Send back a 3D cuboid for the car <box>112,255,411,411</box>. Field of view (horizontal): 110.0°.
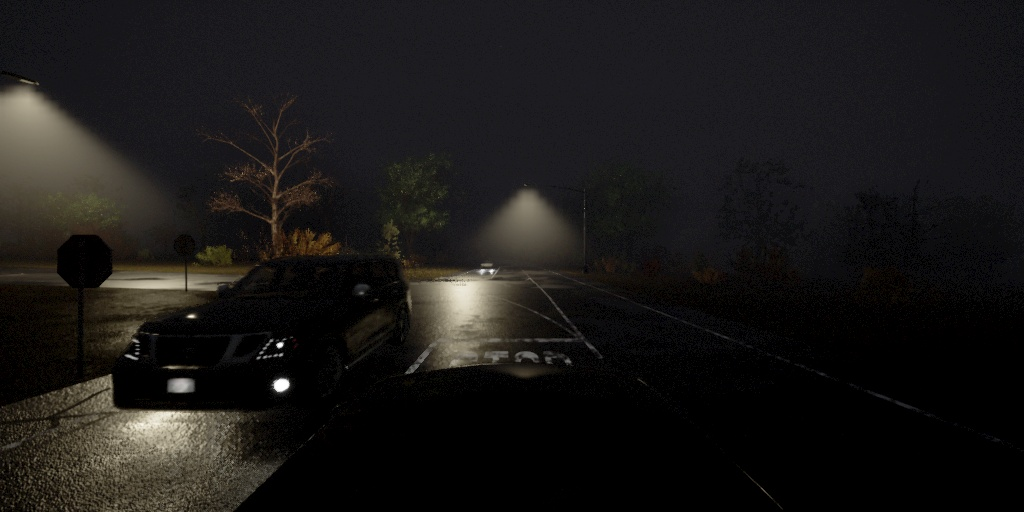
[{"bbox_3d":[-3.509,1.005,6.559,2.150,2.045,5.566,0,0,0],"label":"car"}]

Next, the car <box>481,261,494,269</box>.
[{"bbox_3d":[-3.836,1.379,55.856,1.895,1.301,4.718,0,0,-1],"label":"car"}]
